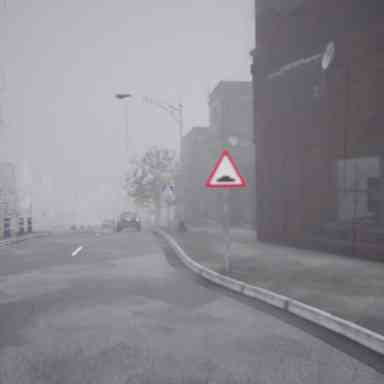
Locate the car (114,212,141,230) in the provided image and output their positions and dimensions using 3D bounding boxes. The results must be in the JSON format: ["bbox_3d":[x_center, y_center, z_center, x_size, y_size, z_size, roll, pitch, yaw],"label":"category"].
[{"bbox_3d":[-5.932,2.689,31.435,2.097,1.767,4.553,-1,-5,-9],"label":"car"}]

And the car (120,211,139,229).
[{"bbox_3d":[-7.661,3.530,41.315,2.150,2.045,5.566,-1,-5,-9],"label":"car"}]

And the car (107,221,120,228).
[{"bbox_3d":[-14.300,5.931,60.750,1.895,1.301,4.718,-1,-5,-10],"label":"car"}]

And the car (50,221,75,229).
[{"bbox_3d":[-32.011,8.270,81.258,4.892,1.521,2.231,0,-6,-30],"label":"car"}]

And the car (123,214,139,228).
[{"bbox_3d":[-9.439,4.542,51.603,2.150,2.045,5.566,-1,-5,-10],"label":"car"}]

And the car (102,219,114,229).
[{"bbox_3d":[-12.508,4.816,50.543,2.128,1.511,4.902,-1,-5,-9],"label":"car"}]

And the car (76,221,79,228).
[{"bbox_3d":[-33.098,8.877,87.215,4.792,1.488,2.163,0,-6,-30],"label":"car"}]
